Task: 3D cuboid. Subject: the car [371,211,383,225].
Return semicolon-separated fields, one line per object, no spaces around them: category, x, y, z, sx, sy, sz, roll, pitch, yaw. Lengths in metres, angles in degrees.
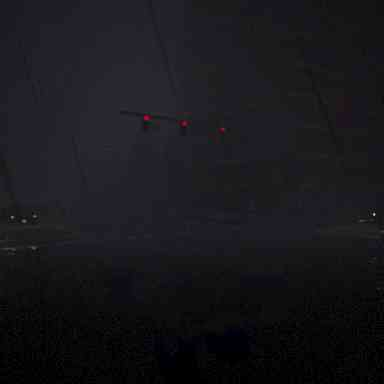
car;14.345;1.583;22.844;4.718;1.301;1.895;0;0;-35

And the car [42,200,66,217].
car;-13.530;1.486;31.858;2.128;1.511;4.902;0;0;-35

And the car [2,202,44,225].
car;-12.609;1.545;24.167;2.033;1.411;5.357;0;0;-35
